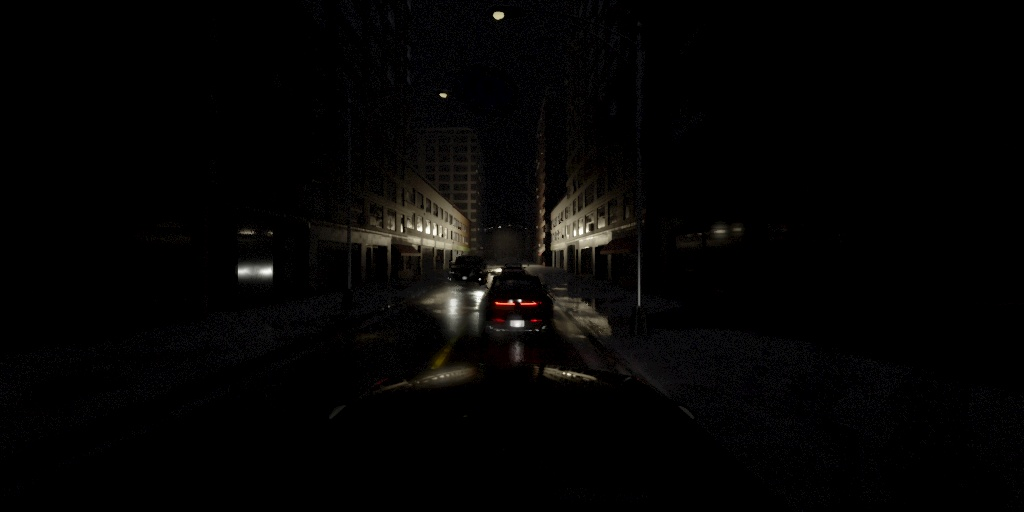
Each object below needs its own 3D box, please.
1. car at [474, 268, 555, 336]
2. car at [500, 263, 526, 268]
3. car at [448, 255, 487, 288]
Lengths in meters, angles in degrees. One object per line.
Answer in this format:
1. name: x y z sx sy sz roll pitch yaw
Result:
1. car: 0.105 1.257 10.385 1.837 1.490 4.892 0 0 0
2. car: 0.094 1.250 28.168 2.128 1.511 4.902 0 0 0
3. car: -2.851 0.978 24.333 2.150 2.045 5.566 0 0 0
